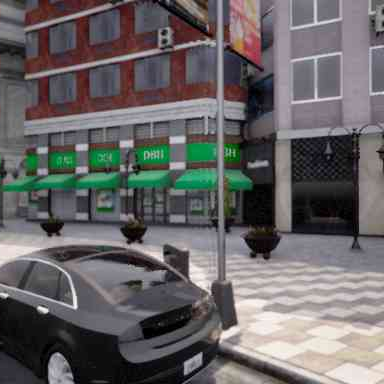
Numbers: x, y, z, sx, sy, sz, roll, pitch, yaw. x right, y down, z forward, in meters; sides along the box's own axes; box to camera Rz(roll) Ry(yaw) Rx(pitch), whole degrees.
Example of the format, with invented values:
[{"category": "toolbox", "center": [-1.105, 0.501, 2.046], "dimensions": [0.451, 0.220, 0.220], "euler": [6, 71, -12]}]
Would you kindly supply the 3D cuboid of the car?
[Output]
[{"category": "car", "center": [-1.868, 1.564, 5.000], "dimensions": [4.892, 1.490, 1.837], "euler": [-1, -1, 39]}]
